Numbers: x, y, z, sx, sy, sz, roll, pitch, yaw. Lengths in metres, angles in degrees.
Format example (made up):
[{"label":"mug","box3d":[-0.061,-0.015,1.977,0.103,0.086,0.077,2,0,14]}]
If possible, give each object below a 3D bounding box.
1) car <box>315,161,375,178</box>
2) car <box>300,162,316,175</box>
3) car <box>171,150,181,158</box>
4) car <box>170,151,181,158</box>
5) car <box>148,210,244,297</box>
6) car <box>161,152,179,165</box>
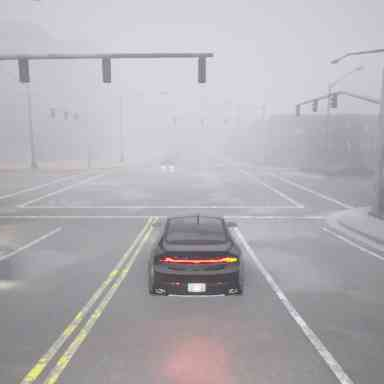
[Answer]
[{"label":"car","box3d":[15.533,-2.152,32.862,5.357,1.411,2.033,0,9,1]},{"label":"car","box3d":[14.030,-2.671,36.348,4.181,1.385,1.994,0,9,1]},{"label":"car","box3d":[-3.475,-8.093,70.992,1.882,1.535,5.008,0,9,0]},{"label":"car","box3d":[-3.547,-6.653,60.815,2.097,1.767,4.553,0,9,0]},{"label":"car","box3d":[0.074,1.200,8.020,1.837,1.490,4.892,0,4,0]},{"label":"car","box3d":[-3.579,-4.895,50.685,2.033,1.411,5.357,0,9,0]}]
